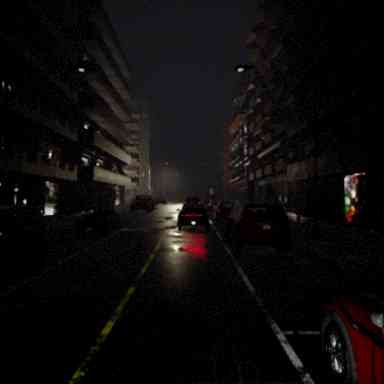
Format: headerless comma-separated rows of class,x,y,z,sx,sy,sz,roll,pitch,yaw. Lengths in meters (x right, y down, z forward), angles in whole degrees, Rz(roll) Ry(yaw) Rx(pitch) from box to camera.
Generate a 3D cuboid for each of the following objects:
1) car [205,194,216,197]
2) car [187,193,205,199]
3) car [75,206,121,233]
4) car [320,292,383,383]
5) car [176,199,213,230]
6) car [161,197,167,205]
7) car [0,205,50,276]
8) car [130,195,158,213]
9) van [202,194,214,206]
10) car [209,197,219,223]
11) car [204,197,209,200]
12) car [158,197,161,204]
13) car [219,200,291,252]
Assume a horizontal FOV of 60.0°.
car,2.524,1.251,46.887,2.192,1.841,5.009,1,0,0
car,0.077,1.289,38.638,2.097,1.767,4.553,0,0,0
car,-5.310,1.523,19.285,1.947,1.339,4.313,1,0,0
car,2.591,1.433,2.637,1.967,1.590,4.097,1,0,0
car,0.087,1.460,20.937,1.837,1.490,4.892,0,0,0
car,-5.335,1.522,58.000,1.802,1.307,4.206,1,0,0
car,-5.297,1.294,8.222,2.192,1.841,5.009,1,0,0
car,-5.315,1.253,35.874,2.192,1.841,5.009,1,0,0
van,2.520,1.278,52.419,1.690,1.788,3.998,1,0,0
car,2.535,1.390,24.762,1.967,1.590,4.097,1,0,0
car,2.526,1.520,35.824,1.802,1.307,4.206,1,0,0
car,-5.324,1.480,41.406,1.887,1.381,4.507,1,0,0
car,2.546,1.283,13.698,2.192,1.841,5.009,1,0,0
